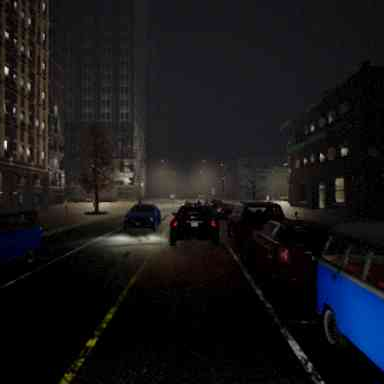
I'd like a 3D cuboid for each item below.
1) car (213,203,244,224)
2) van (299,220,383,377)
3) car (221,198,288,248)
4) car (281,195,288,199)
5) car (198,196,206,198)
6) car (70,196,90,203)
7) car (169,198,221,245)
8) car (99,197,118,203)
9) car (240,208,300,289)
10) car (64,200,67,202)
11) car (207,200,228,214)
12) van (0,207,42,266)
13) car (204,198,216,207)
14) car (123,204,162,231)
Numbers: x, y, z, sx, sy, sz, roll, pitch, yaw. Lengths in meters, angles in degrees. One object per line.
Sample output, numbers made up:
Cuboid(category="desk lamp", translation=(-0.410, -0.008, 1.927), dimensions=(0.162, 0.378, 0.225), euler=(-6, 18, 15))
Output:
Cuboid(category="car", translation=(2.705, 1.572, 25.548), dimensions=(1.947, 1.339, 4.313), euler=(1, 0, 0))
Cuboid(category="van", translation=(2.707, 1.343, 3.638), dimensions=(1.690, 1.788, 3.998), euler=(1, 0, 0))
Cuboid(category="car", translation=(2.708, 1.320, 14.594), dimensions=(2.192, 1.841, 5.009), euler=(1, 0, 0))
Cuboid(category="car", translation=(20.690, 1.241, 68.696), dimensions=(4.829, 1.417, 1.752), euler=(-1, 0, 1))
Cuboid(category="car", translation=(0.103, 1.498, 34.604), dimensions=(2.128, 1.511, 4.902), euler=(0, 0, 0))
Cuboid(category="car", translation=(-23.103, 1.575, 69.121), dimensions=(4.097, 1.590, 1.967), euler=(-1, 0, 1))
Cuboid(category="car", translation=(0.102, 1.356, 15.717), dimensions=(2.097, 1.767, 4.553), euler=(0, 0, 0))
Cuboid(category="car", translation=(-17.419, 1.662, 69.065), dimensions=(4.206, 1.307, 1.802), euler=(-1, 0, 1))
Cuboid(category="car", translation=(2.705, 1.444, 9.116), dimensions=(1.967, 1.590, 4.097), euler=(1, 0, 0))
Cuboid(category="car", translation=(-28.616, 1.713, 69.174), dimensions=(4.829, 1.417, 1.752), euler=(-1, 0, 1))
Cuboid(category="car", translation=(2.706, 1.572, 36.504), dimensions=(1.947, 1.339, 4.313), euler=(1, 0, 0))
Cuboid(category="van", translation=(-5.673, 1.345, 9.113), dimensions=(1.690, 1.788, 3.998), euler=(1, 0, 0))
Cuboid(category="car", translation=(2.831, 1.587, 52.934), dimensions=(1.802, 1.307, 4.206), euler=(1, 0, 0))
Cuboid(category="car", translation=(-3.000, 1.489, 20.844), dimensions=(1.882, 1.535, 5.008), euler=(0, 0, 0))
